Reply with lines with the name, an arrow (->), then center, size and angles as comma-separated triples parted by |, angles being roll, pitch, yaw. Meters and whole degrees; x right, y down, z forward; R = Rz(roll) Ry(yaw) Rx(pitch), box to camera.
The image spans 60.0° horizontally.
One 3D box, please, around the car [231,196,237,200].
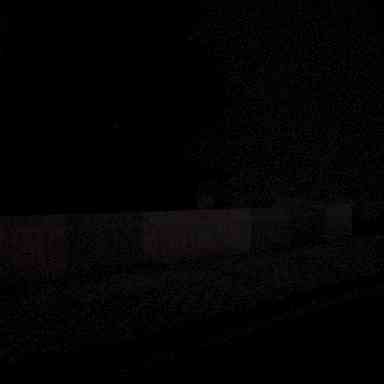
car -> 6.402, 1.256, 44.454 | 1.812, 1.442, 4.674 | 1, 0, -36
